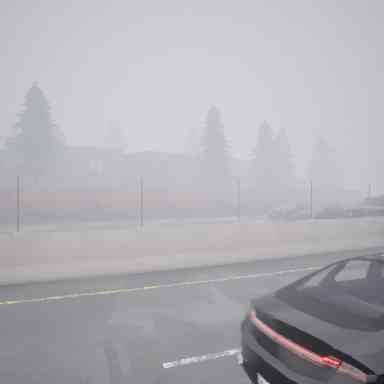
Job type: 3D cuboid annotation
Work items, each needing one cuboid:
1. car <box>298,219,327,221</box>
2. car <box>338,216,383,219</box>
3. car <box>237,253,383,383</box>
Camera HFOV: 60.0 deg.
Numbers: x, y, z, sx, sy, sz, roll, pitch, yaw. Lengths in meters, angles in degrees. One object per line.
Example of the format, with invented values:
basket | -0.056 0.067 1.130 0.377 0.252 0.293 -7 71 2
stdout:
car | 9.024 1.523 22.874 4.674 1.442 1.812 0 0 -32
car | 11.724 1.219 20.406 5.566 2.045 2.150 0 0 -32
car | 2.892 1.490 3.823 4.902 1.511 2.128 0 0 -23
